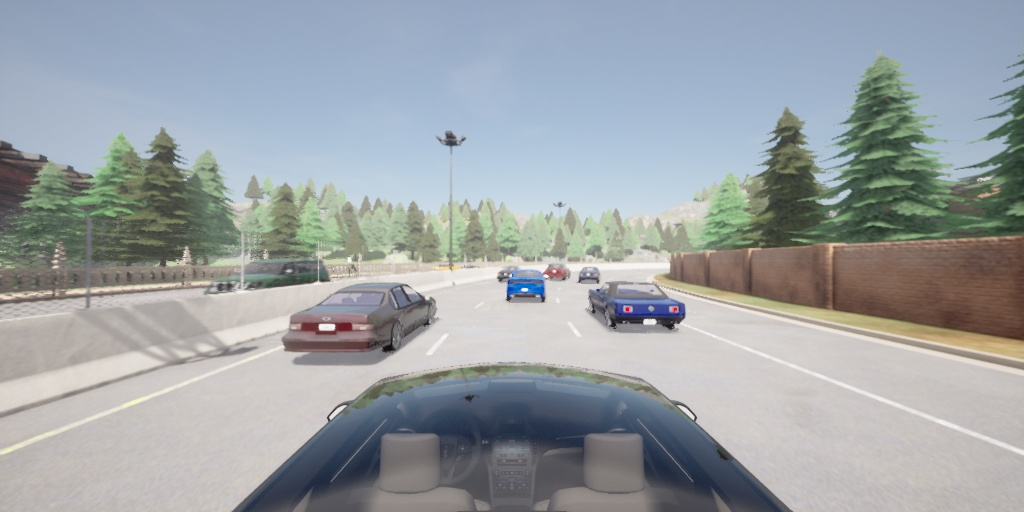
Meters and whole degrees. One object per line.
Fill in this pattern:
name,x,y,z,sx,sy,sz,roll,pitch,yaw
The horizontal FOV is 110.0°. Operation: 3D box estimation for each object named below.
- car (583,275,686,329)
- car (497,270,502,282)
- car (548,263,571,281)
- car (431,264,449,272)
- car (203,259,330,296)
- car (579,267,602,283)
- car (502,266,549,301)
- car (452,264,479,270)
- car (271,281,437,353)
car,3.750,1.470,11.710,1.895,1.301,4.718,0,-1,2
car,0.125,1.678,33.615,2.033,1.411,5.357,0,-1,15
car,4.664,1.514,36.306,2.097,1.767,4.553,0,-1,17
car,-9.284,1.799,49.671,1.882,1.535,5.008,0,-1,22
car,-10.266,1.137,15.707,2.150,2.045,5.566,0,-1,4
car,7.197,1.669,32.887,2.033,1.411,5.357,0,-1,16
car,0.849,1.432,18.872,1.882,1.535,5.008,0,-1,6
car,-5.884,1.875,48.744,1.994,1.385,4.181,0,-1,22
car,-3.351,1.385,9.102,2.033,1.411,5.357,0,-1,1
